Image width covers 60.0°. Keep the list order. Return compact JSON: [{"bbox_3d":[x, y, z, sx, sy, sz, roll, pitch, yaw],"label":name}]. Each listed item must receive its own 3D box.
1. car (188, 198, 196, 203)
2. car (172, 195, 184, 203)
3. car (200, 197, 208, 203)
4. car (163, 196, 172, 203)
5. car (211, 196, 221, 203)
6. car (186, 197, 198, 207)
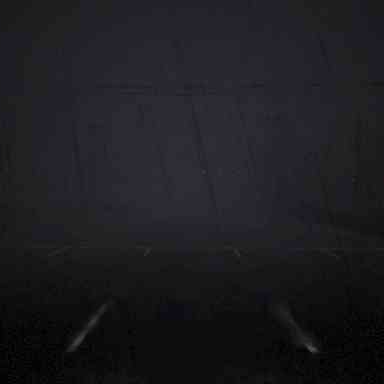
[{"bbox_3d":[0.003,2.251,92.574,1.994,1.385,4.181,0,0,0],"label":"car"},{"bbox_3d":[-3.497,1.920,92.017,2.150,2.045,5.566,0,0,0],"label":"car"},{"bbox_3d":[3.503,2.220,92.134,2.128,1.511,4.902,0,0,0],"label":"car"},{"bbox_3d":[-6.998,2.235,92.007,2.033,1.411,5.357,0,0,0],"label":"car"},{"bbox_3d":[7.002,2.250,92.496,1.994,1.385,4.181,0,0,0],"label":"car"},{"bbox_3d":[0.002,1.948,62.177,1.882,1.535,5.008,0,0,0],"label":"car"}]
